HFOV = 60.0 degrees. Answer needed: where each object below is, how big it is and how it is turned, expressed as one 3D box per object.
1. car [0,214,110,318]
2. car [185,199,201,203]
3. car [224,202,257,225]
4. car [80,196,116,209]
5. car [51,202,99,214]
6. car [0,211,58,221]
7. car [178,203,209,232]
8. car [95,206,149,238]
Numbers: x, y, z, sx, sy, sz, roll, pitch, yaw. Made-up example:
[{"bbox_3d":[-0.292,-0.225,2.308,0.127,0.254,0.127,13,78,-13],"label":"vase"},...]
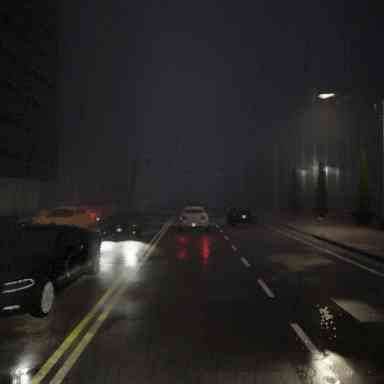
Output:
[{"bbox_3d":[-3.573,1.516,7.760,1.882,1.535,5.008,0,0,0],"label":"car"},{"bbox_3d":[0.094,1.681,42.074,1.882,1.535,5.008,0,0,0],"label":"car"},{"bbox_3d":[3.597,1.685,24.979,1.994,1.385,4.181,0,0,0],"label":"car"},{"bbox_3d":[-7.003,1.338,24.080,2.150,2.045,5.566,0,0,0],"label":"car"},{"bbox_3d":[-7.002,1.568,18.517,1.882,1.535,5.008,0,0,0],"label":"car"},{"bbox_3d":[-7.040,1.625,12.522,1.994,1.385,4.181,0,0,1],"label":"car"},{"bbox_3d":[0.097,1.627,20.966,1.812,1.442,4.674,0,0,0],"label":"car"},{"bbox_3d":[-3.502,1.651,17.993,1.994,1.385,4.181,0,0,0],"label":"car"}]
